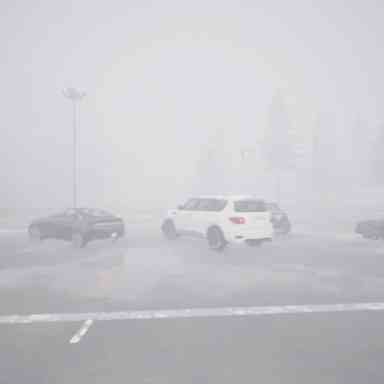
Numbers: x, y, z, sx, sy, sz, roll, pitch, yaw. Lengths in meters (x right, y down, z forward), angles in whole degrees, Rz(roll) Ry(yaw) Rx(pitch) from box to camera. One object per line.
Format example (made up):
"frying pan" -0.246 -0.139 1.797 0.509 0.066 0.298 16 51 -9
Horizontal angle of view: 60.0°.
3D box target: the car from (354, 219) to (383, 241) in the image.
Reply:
"car" 9.277 1.480 13.488 2.033 1.411 5.357 0 0 -19

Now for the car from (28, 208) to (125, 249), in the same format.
"car" -5.022 1.420 14.174 4.902 1.511 2.128 0 0 34

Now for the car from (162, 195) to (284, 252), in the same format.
"car" 0.841 1.152 14.002 2.150 2.045 5.566 1 0 -34

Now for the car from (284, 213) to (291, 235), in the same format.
"car" 2.676 1.266 17.134 2.097 1.767 4.553 -1 1 -40
